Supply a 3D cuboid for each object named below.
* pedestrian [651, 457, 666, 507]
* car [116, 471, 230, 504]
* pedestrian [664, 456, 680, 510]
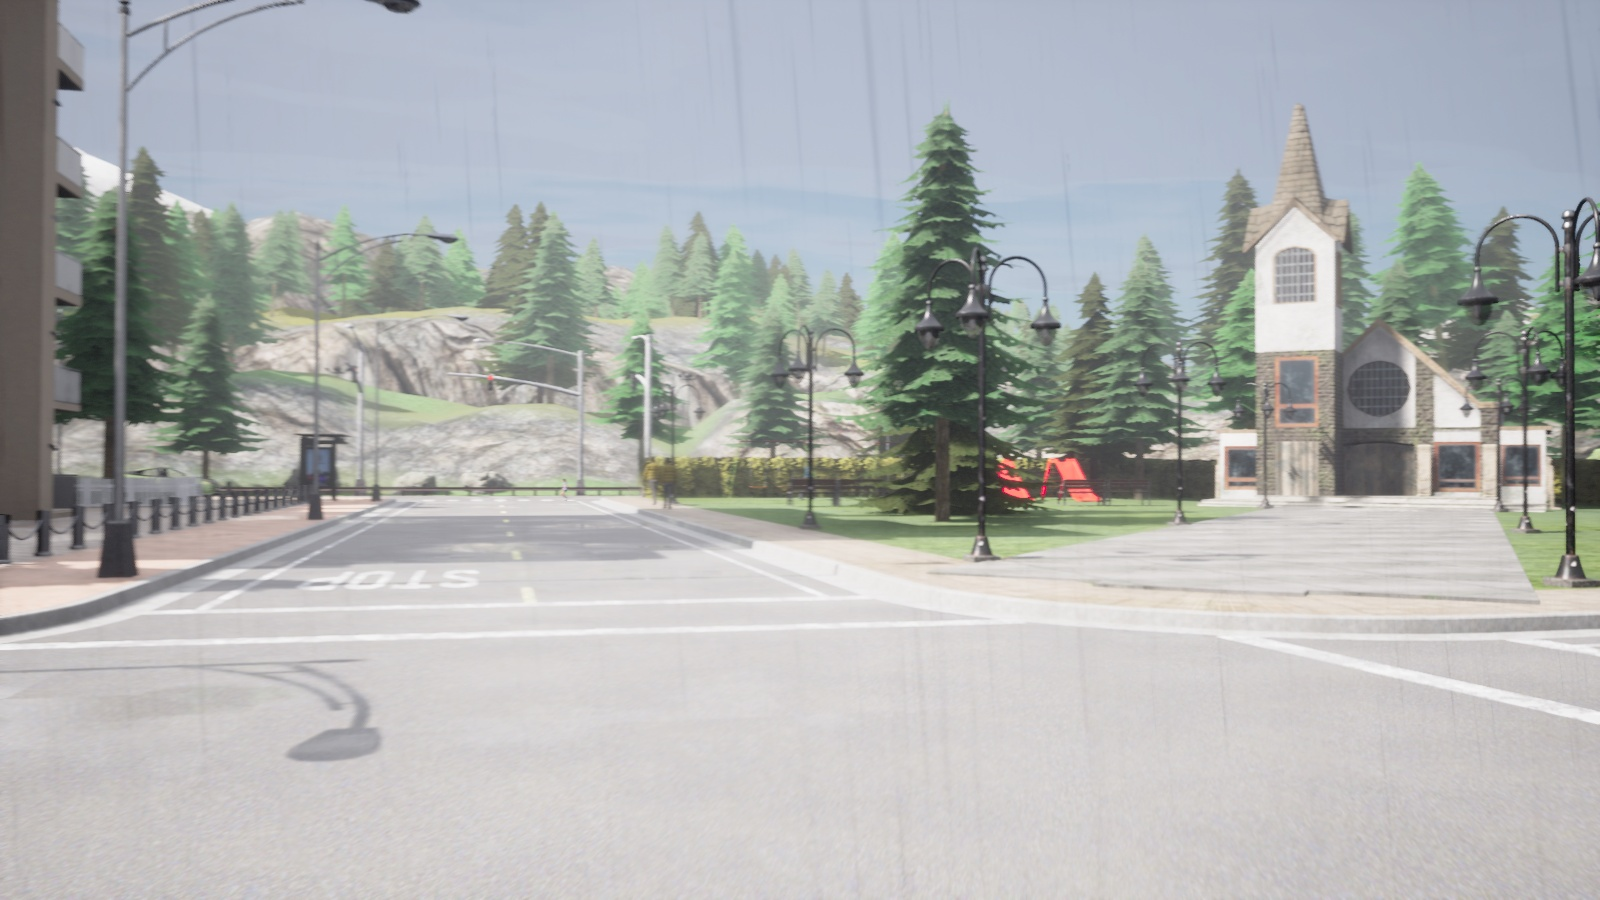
[{"bbox_3d":[-5.315,1.189,47.121,0.431,1.840,0.709,0,-1,-15],"label":"pedestrian"},{"bbox_3d":[-29.877,1.784,59.958,4.514,1.525,2.007,0,-1,-13],"label":"car"},{"bbox_3d":[-4.385,1.123,42.934,0.431,1.840,0.709,0,-1,-16],"label":"pedestrian"}]
